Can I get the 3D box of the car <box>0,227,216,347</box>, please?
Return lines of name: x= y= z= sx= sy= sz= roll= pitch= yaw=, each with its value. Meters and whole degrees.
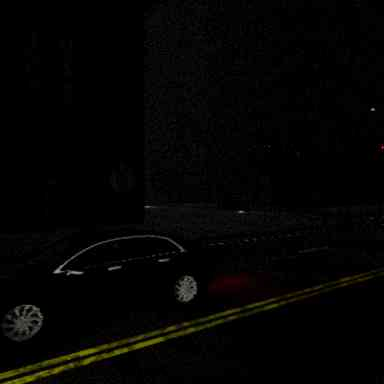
car: x=-1.768 y=1.503 z=6.410 sx=4.892 sy=1.490 sz=1.837 roll=0 pitch=0 yaw=-35

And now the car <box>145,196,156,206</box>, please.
car: x=-8.987 y=1.692 z=63.230 sx=2.150 sy=2.045 sz=5.566 roll=0 pitch=-1 yaw=-35

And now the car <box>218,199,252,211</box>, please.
car: x=5.434 y=1.700 z=42.640 sx=1.882 sy=1.535 sz=5.008 roll=0 pitch=0 yaw=-35
